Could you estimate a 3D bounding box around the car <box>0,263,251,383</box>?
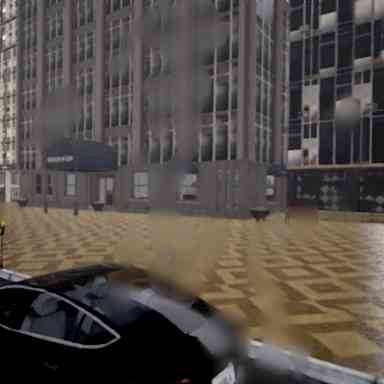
[{"bbox_3d":[-1.435,1.543,3.887,4.313,1.339,1.947,0,1,35],"label":"car"}]
